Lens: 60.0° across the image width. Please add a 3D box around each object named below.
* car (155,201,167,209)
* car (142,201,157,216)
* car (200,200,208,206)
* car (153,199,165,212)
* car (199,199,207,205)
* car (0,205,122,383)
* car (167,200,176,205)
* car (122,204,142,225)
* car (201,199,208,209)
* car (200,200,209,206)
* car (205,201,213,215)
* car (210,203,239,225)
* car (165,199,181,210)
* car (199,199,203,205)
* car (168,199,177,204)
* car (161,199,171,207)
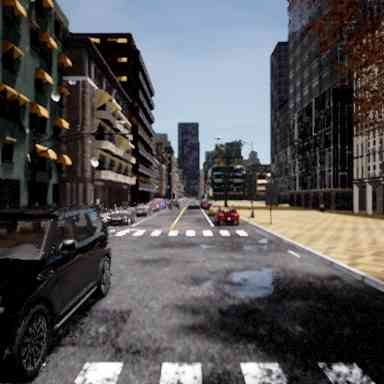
[{"bbox_3d":[-5.532,2.345,60.133,1.802,1.307,4.206,0,-1,0],"label":"car"},{"bbox_3d":[-5.589,2.025,38.006,2.008,1.369,4.403,0,-1,0],"label":"car"},{"bbox_3d":[2.904,2.605,82.241,2.008,1.369,4.403,0,-1,0],"label":"car"},{"bbox_3d":[-5.560,2.058,49.071,1.967,1.590,4.097,0,-1,0],"label":"car"},{"bbox_3d":[2.918,2.570,87.774,1.967,1.590,4.097,0,-1,0],"label":"car"},{"bbox_3d":[-2.981,1.299,5.863,2.150,2.045,5.566,0,-1,0],"label":"car"},{"bbox_3d":[-5.462,2.686,87.794,2.008,1.369,4.403,0,-1,0],"label":"car"},{"bbox_3d":[-5.616,1.885,26.941,2.008,1.369,4.403,0,-1,0],"label":"car"},{"bbox_3d":[2.834,2.267,54.579,1.802,1.307,4.206,0,-1,0],"label":"car"},{"bbox_3d":[2.890,2.523,76.710,1.887,1.381,4.507,0,-1,0],"label":"car"},{"bbox_3d":[2.792,1.997,38.154,1.752,1.417,4.829,0,-1,0],"label":"car"},{"bbox_3d":[2.764,1.873,26.919,1.887,1.381,4.507,0,-1,0],"label":"car"},{"bbox_3d":[-2.857,2.139,54.487,1.837,1.490,4.892,0,-1,0],"label":"car"},{"bbox_3d":[2.862,2.357,65.815,1.752,1.417,4.829,0,-1,0],"label":"car"},{"bbox_3d":[-5.449,2.763,93.327,2.008,1.369,4.403,0,-1,0],"label":"car"},{"bbox_3d":[-5.504,2.349,71.200,1.967,1.590,4.097,0,-1,0],"label":"car"}]
